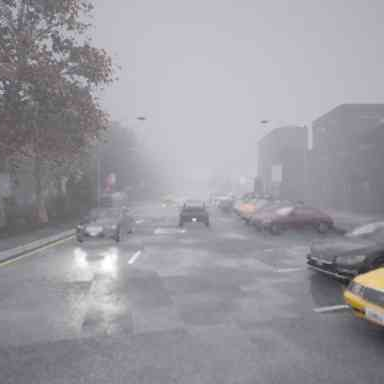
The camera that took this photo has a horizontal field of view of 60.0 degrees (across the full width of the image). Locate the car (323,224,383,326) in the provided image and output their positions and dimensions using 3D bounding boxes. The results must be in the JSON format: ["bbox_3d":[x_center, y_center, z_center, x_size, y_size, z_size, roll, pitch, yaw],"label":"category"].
[{"bbox_3d":[5.135,1.449,5.646,5.366,1.575,1.946,1,1,-20],"label":"car"}]

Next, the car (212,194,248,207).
[{"bbox_3d":[5.456,1.148,47.728,4.553,1.767,2.185,1,0,-20],"label":"car"}]

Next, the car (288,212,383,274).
[{"bbox_3d":[5.320,1.439,8.710,4.892,1.521,2.231,1,1,-20],"label":"car"}]

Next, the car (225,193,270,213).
[{"bbox_3d":[5.405,1.221,26.723,4.553,1.767,2.185,1,1,-20],"label":"car"}]

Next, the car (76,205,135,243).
[{"bbox_3d":[-3.928,1.404,15.748,2.128,1.511,4.902,0,0,0],"label":"car"}]

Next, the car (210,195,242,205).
[{"bbox_3d":[5.518,1.302,53.738,4.674,1.452,2.002,1,0,-20],"label":"car"}]

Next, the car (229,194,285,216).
[{"bbox_3d":[5.391,1.234,23.721,4.553,1.767,2.185,1,1,-20],"label":"car"}]

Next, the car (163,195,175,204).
[{"bbox_3d":[-3.926,1.245,57.833,1.882,1.535,5.008,0,0,1],"label":"car"}]

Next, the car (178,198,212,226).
[{"bbox_3d":[0.141,1.385,22.243,1.837,1.490,4.892,0,0,0],"label":"car"}]

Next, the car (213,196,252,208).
[{"bbox_3d":[5.445,1.312,44.714,4.792,1.488,2.163,1,0,-20],"label":"car"}]

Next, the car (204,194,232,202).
[{"bbox_3d":[5.391,1.231,68.694,5.366,1.575,1.946,1,0,-20],"label":"car"}]

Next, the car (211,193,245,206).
[{"bbox_3d":[5.471,1.142,50.729,4.553,1.767,2.185,1,0,-20],"label":"car"}]

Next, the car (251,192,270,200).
[{"bbox_3d":[18.606,0.960,90.743,2.435,2.045,5.566,0,1,-21],"label":"car"}]

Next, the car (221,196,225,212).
[{"bbox_3d":[5.384,1.373,29.720,4.674,1.452,2.002,1,0,-20],"label":"car"}]

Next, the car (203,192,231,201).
[{"bbox_3d":[5.597,0.975,74.786,5.566,2.045,2.435,1,0,-20],"label":"car"}]

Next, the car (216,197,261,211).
[{"bbox_3d":[5.409,1.329,38.713,4.792,1.488,2.163,1,0,-20],"label":"car"}]

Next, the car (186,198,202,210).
[{"bbox_3d":[0.202,1.406,41.453,1.895,1.301,4.718,0,0,0],"label":"car"}]

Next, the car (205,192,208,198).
[{"bbox_3d":[5.535,1.251,59.749,5.008,1.535,2.097,1,0,-20],"label":"car"}]

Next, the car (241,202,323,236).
[{"bbox_3d":[5.336,1.429,17.711,4.674,1.452,2.002,1,1,-20],"label":"car"}]

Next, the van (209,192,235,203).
[{"bbox_3d":[5.664,1.022,62.794,4.442,1.987,1.878,1,0,-20],"label":"van"}]

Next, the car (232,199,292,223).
[{"bbox_3d":[5.318,1.403,20.702,4.792,1.488,2.163,1,1,-20],"label":"car"}]

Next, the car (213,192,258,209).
[{"bbox_3d":[5.394,1.070,32.697,5.566,2.045,2.435,1,1,-20],"label":"car"}]

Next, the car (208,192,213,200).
[{"bbox_3d":[5.432,1.039,41.713,5.566,2.045,2.435,1,0,-20],"label":"car"}]
